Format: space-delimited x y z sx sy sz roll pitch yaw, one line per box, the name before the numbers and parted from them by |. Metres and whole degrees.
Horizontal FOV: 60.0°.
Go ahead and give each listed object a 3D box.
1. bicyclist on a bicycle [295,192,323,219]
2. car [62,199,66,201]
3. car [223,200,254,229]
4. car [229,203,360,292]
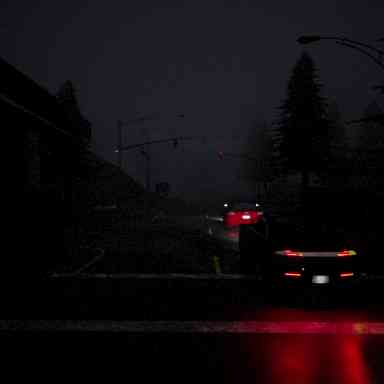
bicyclist on a bicycle | 6.590 0.852 18.778 1.656 1.620 0.582 0 1 2
car | -15.104 1.016 35.012 4.181 1.385 1.994 0 1 2
car | 2.739 1.137 18.194 1.994 1.385 4.181 -1 2 3
car | 2.298 1.247 8.248 2.128 1.511 4.902 0 2 1
